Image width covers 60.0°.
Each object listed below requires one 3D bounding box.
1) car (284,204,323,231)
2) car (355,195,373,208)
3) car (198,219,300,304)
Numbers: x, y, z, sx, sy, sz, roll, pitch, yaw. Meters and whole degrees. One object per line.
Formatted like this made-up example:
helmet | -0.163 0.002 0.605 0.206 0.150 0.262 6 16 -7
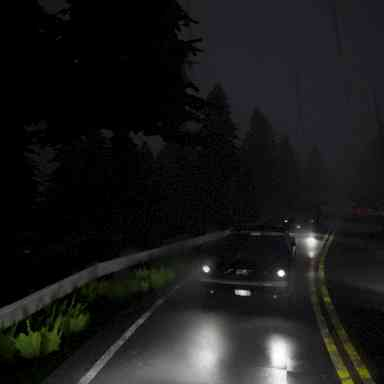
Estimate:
car | 6.877 1.457 20.240 2.033 1.411 5.357 -2 0 26
car | 20.833 1.054 40.162 2.128 1.511 4.902 -2 0 28
car | 1.647 1.598 8.433 1.895 1.301 4.718 -1 0 18
